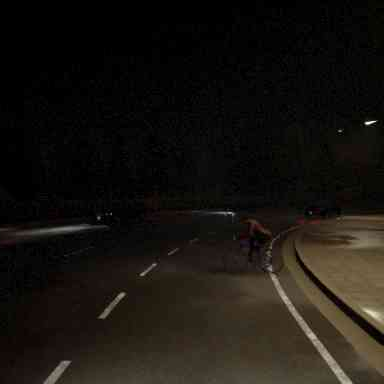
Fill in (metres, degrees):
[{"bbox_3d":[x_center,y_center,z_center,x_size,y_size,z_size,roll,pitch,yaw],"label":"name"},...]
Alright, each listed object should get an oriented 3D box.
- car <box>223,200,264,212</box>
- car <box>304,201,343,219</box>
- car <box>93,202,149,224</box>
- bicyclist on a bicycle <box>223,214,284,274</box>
[{"bbox_3d":[6.154,1.587,38.862,5.357,1.411,2.033,0,0,-39],"label":"car"},{"bbox_3d":[11.650,1.523,29.401,4.674,1.442,1.812,0,0,-43],"label":"car"},{"bbox_3d":[-5.188,1.485,24.778,2.128,1.511,4.902,0,1,28],"label":"car"},{"bbox_3d":[1.660,1.426,9.089,1.656,1.620,0.582,-1,0,8],"label":"bicyclist on a bicycle"}]
